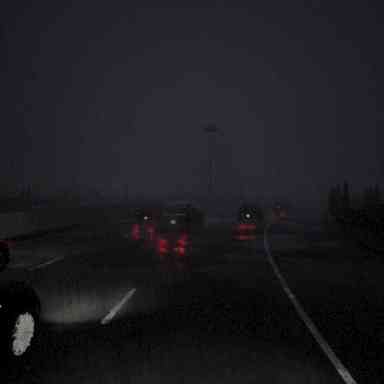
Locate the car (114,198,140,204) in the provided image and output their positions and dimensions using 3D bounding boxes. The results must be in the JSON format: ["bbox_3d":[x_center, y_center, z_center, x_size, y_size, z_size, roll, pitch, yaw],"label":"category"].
[{"bbox_3d":[-6.965,1.458,35.651,1.882,1.535,5.008,0,0,22],"label":"car"}]

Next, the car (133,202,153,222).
[{"bbox_3d":[-2.686,1.594,26.225,1.895,1.301,4.718,0,0,17],"label":"car"}]

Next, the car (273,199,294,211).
[{"bbox_3d":[11.347,1.564,41.244,1.812,1.442,4.674,0,0,29],"label":"car"}]

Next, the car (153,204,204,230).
[{"bbox_3d":[-0.473,1.492,21.082,2.128,1.511,4.902,0,0,14],"label":"car"}]

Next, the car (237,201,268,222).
[{"bbox_3d":[4.909,1.521,26.857,1.837,1.490,4.892,0,0,19],"label":"car"}]

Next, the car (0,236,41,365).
[{"bbox_3d":[-3.188,1.495,2.962,1.837,1.490,4.892,0,0,2],"label":"car"}]
